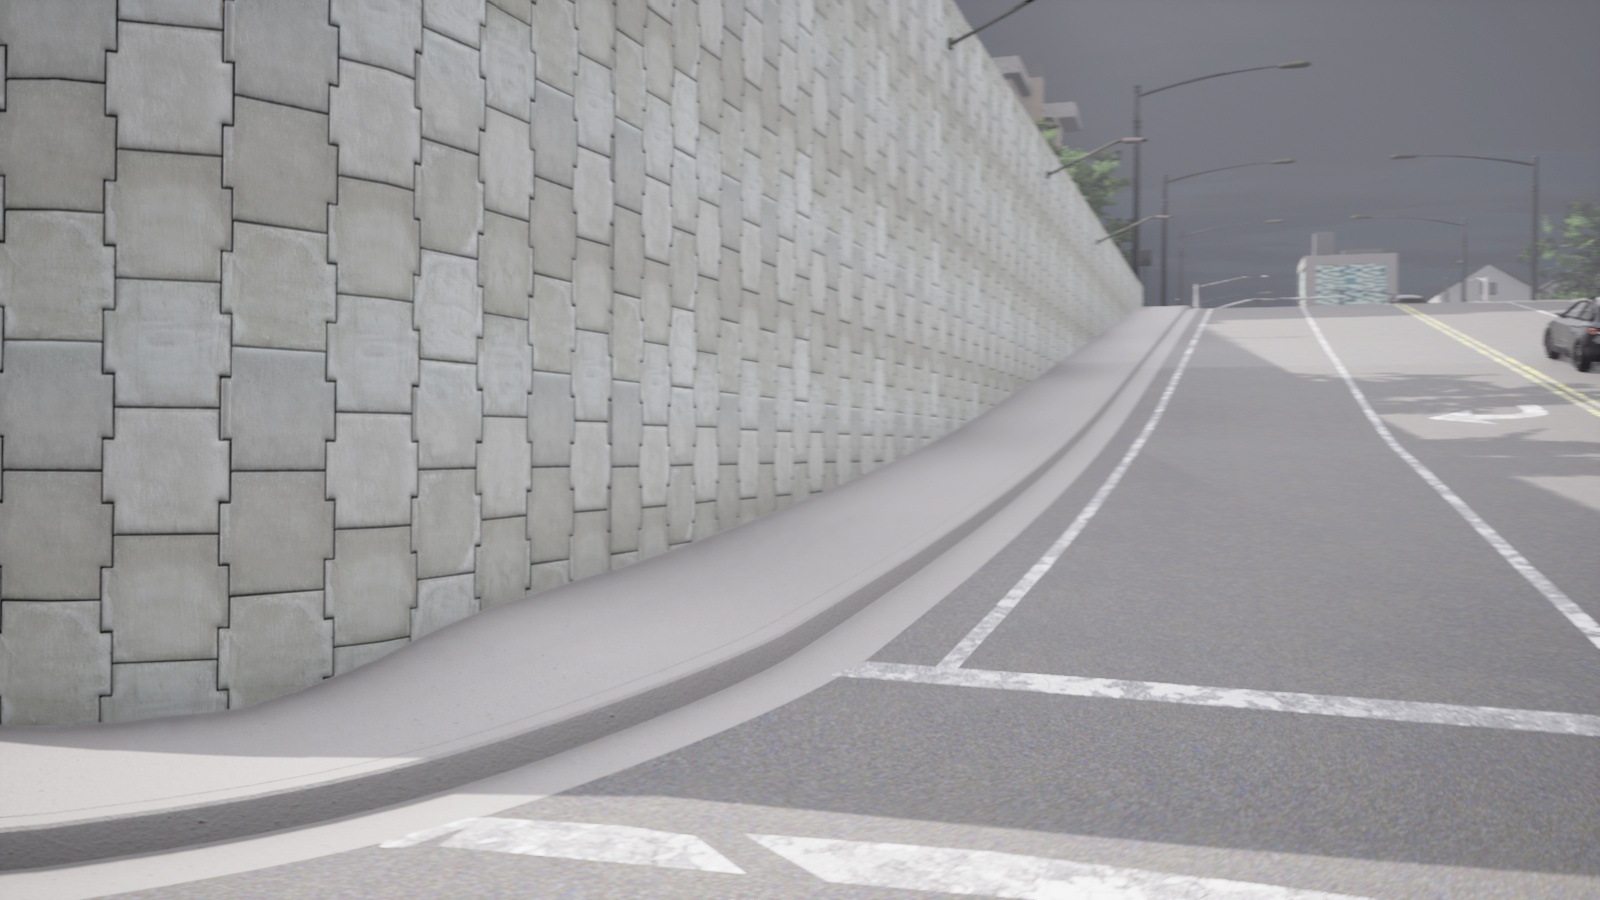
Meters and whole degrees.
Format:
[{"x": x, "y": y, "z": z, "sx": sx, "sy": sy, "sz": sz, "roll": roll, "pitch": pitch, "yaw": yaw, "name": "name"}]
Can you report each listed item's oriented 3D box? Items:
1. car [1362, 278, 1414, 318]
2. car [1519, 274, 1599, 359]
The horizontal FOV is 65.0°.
[{"x": 29.366, "y": -7.564, "z": 62.799, "sx": 1.837, "sy": 1.490, "sz": 4.892, "roll": 0, "pitch": 1, "yaw": 19, "name": "car"}, {"x": 17.073, "y": -2.949, "z": 27.195, "sx": 1.816, "sy": 1.474, "sz": 4.193, "roll": -1, "pitch": 10, "yaw": 19, "name": "car"}]
